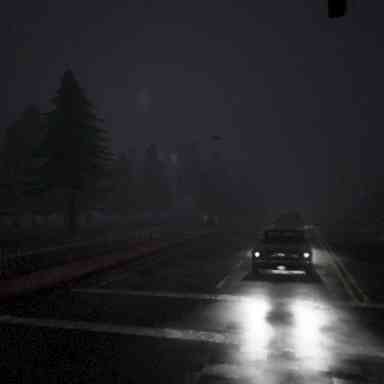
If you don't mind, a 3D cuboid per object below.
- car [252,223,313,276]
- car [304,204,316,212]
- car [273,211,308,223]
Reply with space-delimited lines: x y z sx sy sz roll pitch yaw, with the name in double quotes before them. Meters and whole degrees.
"car" 3.344 2.049 12.112 1.895 1.301 4.718 -2 -3 17
"car" 28.792 3.881 81.244 2.150 2.045 5.566 -2 -3 10
"car" 6.487 2.282 22.059 2.128 1.511 4.902 -2 -2 18
